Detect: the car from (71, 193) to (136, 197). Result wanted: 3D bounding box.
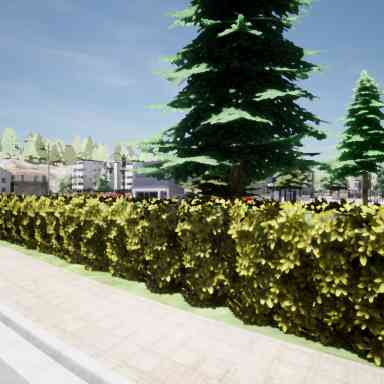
[{"bbox_3d":[-8.077,1.221,31.062,2.150,2.045,5.566,0,0,44],"label":"car"}]

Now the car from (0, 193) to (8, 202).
[{"bbox_3d":[-41.764,1.097,70.238,1.932,1.855,4.605,0,0,44],"label":"car"}]

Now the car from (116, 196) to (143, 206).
[{"bbox_3d":[-10.055,1.384,53.337,1.970,1.475,3.806,0,0,44],"label":"car"}]

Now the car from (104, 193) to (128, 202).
[{"bbox_3d":[-15.854,1.097,69.676,1.932,1.855,4.605,0,0,44],"label":"car"}]

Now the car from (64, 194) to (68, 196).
[{"bbox_3d":[-27.320,1.154,80.409,2.152,1.636,5.027,0,0,44],"label":"car"}]

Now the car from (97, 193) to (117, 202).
[{"bbox_3d":[-18.212,1.077,71.423,1.905,1.878,3.866,0,0,44],"label":"car"}]
